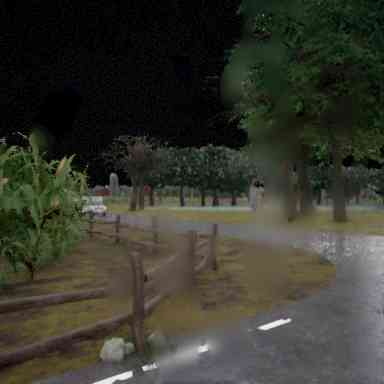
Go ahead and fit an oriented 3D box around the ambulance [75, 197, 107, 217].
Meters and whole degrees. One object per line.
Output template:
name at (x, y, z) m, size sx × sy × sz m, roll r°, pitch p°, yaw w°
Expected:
ambulance at (-12.804, 1.831, 42.196) m, size 2.351 × 2.431 × 6.366 m, roll 1°, pitch -2°, yaw -35°
